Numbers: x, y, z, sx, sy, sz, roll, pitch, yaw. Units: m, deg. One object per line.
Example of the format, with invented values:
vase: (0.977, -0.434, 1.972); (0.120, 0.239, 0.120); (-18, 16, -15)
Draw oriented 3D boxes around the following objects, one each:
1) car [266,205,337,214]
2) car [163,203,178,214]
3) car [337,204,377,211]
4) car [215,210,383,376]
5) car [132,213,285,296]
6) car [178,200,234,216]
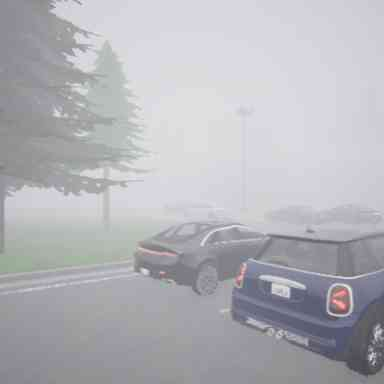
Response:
car: (7.448, 1.643, 24.048); (2.033, 1.411, 5.357); (0, 0, -23)
car: (-0.780, 1.616, 35.619); (4.674, 1.442, 1.812); (0, 0, 19)
car: (11.042, 1.600, 23.622); (2.128, 1.511, 4.902); (1, 0, -14)
car: (2.825, 1.378, 5.909); (4.553, 1.767, 2.097); (1, 0, -40)
car: (0.783, 1.518, 8.791); (4.902, 1.511, 2.128); (0, 0, -42)
car: (1.282, 1.601, 26.719); (1.812, 1.442, 4.674); (1, -1, -43)
